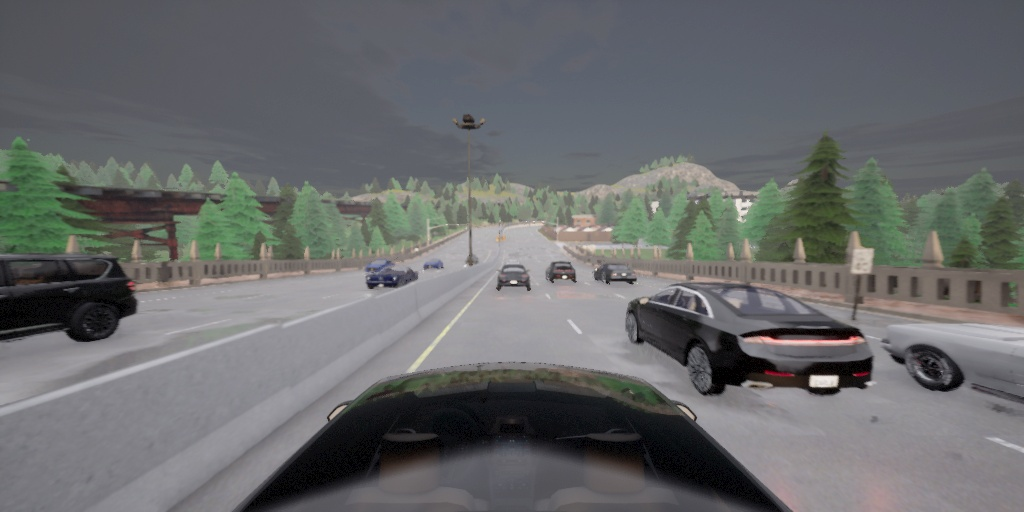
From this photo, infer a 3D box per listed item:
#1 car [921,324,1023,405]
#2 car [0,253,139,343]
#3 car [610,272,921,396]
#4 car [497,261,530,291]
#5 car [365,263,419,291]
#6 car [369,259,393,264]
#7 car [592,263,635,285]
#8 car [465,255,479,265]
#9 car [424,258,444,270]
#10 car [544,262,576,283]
[{"bbox_3d":[7.100,1.343,3.816,1.895,1.301,4.718,0,0,0],"label":"car"},{"bbox_3d":[-10.599,0.959,6.763,2.150,2.045,5.566,0,0,0],"label":"car"},{"bbox_3d":[3.599,1.227,6.562,2.128,1.511,4.902,0,0,0],"label":"car"},{"bbox_3d":[0.099,1.215,21.307,1.812,1.442,4.674,0,0,0],"label":"car"},{"bbox_3d":[-7.099,1.289,21.656,1.895,1.301,4.718,0,0,0],"label":"car"},{"bbox_3d":[-14.085,1.108,38.599,1.882,1.535,5.008,0,0,0],"label":"car"},{"bbox_3d":[7.098,1.224,25.219,2.033,1.411,5.357,0,0,0],"label":"car"},{"bbox_3d":[-7.025,0.591,63.514,2.097,1.767,4.553,0,3,1],"label":"car"},{"bbox_3d":[-10.568,1.075,48.688,1.882,1.535,5.008,0,0,0],"label":"car"},{"bbox_3d":[3.599,1.175,26.941,1.837,1.490,4.892,0,0,0],"label":"car"}]
